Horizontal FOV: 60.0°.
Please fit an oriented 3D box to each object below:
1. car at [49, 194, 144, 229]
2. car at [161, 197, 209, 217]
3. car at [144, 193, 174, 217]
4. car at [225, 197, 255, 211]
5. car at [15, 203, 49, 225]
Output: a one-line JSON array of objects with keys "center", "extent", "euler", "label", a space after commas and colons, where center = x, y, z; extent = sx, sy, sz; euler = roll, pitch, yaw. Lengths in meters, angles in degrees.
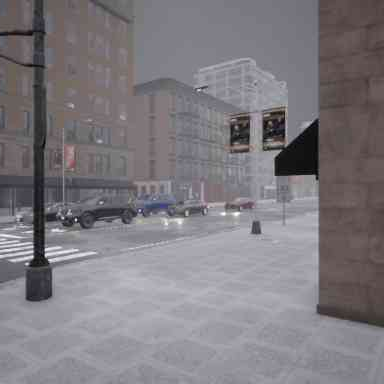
[{"center": [-6.037, 1.165, 21.886], "extent": [2.150, 2.045, 5.566], "euler": [0, 0, 35], "label": "car"}, {"center": [-0.303, 1.406, 29.980], "extent": [1.837, 1.490, 4.892], "euler": [0, 0, 35], "label": "car"}, {"center": [-3.725, 1.136, 30.768], "extent": [2.150, 2.045, 5.566], "euler": [0, 0, 35], "label": "car"}, {"center": [5.542, 1.336, 38.208], "extent": [1.882, 1.535, 5.008], "euler": [0, 0, 35], "label": "car"}, {"center": [-9.422, 1.447, 22.732], "extent": [2.128, 1.511, 4.902], "euler": [0, 0, 35], "label": "car"}]
